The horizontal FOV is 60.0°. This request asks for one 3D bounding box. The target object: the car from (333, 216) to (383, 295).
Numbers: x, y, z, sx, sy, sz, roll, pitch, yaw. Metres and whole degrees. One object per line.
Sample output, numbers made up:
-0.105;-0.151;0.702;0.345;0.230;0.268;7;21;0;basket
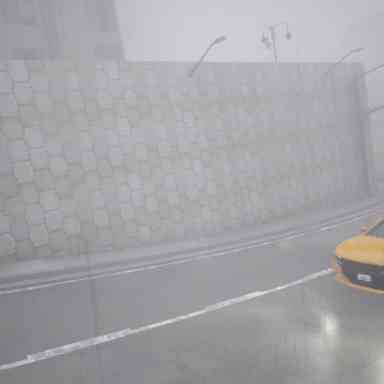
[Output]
5.278;1.191;7.736;5.008;1.535;1.882;-5;3;-35;car
